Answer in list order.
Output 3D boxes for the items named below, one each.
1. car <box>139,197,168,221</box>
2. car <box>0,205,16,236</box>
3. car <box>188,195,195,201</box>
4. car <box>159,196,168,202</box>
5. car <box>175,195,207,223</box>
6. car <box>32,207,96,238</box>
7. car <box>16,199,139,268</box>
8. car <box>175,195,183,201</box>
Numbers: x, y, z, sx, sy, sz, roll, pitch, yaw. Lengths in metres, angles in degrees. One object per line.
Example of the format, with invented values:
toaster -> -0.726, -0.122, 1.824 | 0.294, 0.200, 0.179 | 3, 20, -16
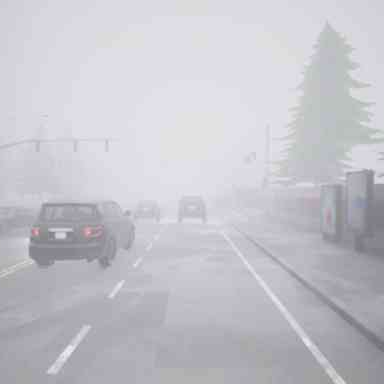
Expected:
car -> -3.465, 1.406, 27.520 | 2.097, 1.767, 4.553 | 0, 0, 0
car -> -10.549, 1.531, 18.896 | 2.128, 1.511, 4.902 | 0, 0, 1
car -> -0.029, 1.678, 88.587 | 1.837, 1.490, 4.892 | 0, 0, 0
car -> -7.027, 1.763, 82.251 | 1.895, 1.301, 4.718 | 0, 0, 0
car -> 0.024, 1.278, 26.515 | 2.150, 2.045, 5.566 | 0, 0, 0
car -> -7.050, 1.604, 18.817 | 1.994, 1.385, 4.181 | 0, 0, 1
car -> -3.473, 1.247, 11.533 | 2.150, 2.045, 5.566 | 0, 0, 0
car -> -3.529, 1.657, 88.322 | 1.882, 1.535, 5.008 | 0, 0, 0
